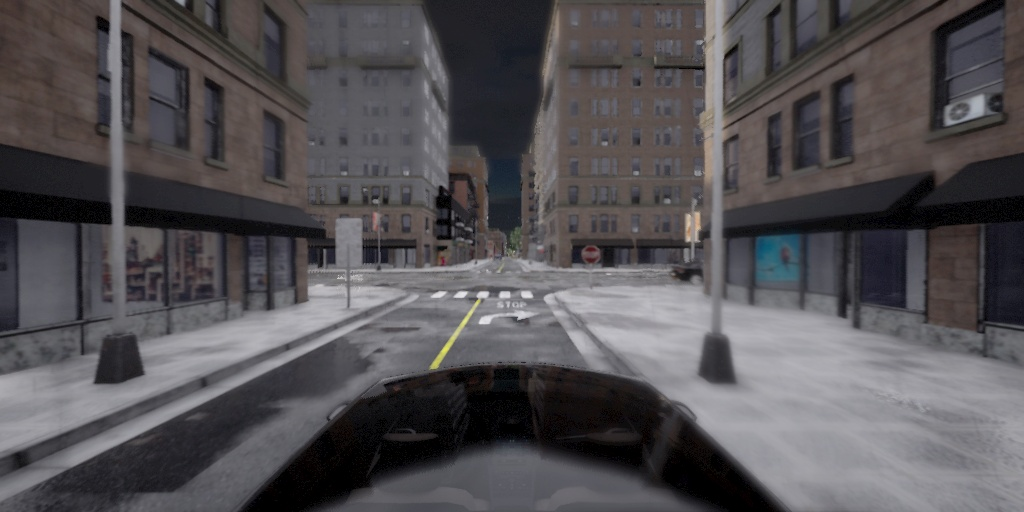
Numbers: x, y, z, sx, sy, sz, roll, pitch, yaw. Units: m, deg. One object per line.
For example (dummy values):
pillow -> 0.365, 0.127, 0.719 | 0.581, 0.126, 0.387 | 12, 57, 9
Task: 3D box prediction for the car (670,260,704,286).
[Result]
car -> 12.607, 1.039, 22.584 | 5.008, 1.535, 1.882 | 0, 1, 0
